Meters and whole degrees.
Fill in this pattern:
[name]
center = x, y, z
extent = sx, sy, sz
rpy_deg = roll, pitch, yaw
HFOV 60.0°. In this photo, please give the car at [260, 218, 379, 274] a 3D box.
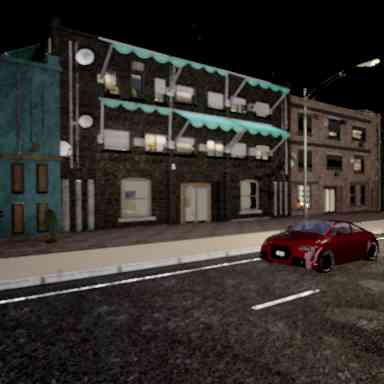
[car]
center = 4.133, 1.560, 10.624
extent = 4.181, 1.385, 1.994
rpy_deg = 0, 0, -35
